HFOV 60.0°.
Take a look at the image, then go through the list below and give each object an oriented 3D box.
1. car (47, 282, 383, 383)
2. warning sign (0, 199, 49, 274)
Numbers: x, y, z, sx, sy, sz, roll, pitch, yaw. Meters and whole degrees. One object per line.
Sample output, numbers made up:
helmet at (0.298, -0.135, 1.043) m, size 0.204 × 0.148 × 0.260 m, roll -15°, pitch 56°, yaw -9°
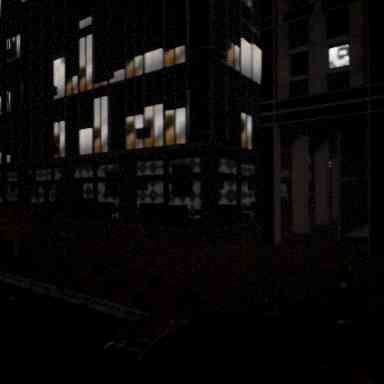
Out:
car at (0.700, 1.443, 2.375) m, size 4.097 × 1.590 × 1.967 m, roll 0°, pitch 0°, yaw 36°
warning sign at (-4.914, 1.149, 9.300) m, size 1.060 × 1.860 × 1.300 m, roll 0°, pitch 0°, yaw 35°
